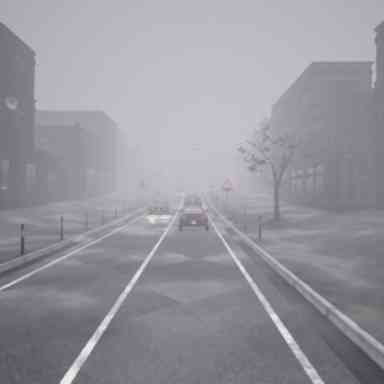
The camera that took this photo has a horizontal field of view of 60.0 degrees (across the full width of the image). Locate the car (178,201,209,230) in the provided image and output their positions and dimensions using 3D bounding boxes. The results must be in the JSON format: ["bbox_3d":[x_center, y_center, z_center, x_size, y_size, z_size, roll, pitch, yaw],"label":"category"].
[{"bbox_3d":[0.097,1.581,21.614,1.812,1.442,4.674,0,0,0],"label":"car"}]

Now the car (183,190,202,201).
[{"bbox_3d":[0.107,1.040,39.156,2.097,1.767,4.553,0,2,0],"label":"car"}]

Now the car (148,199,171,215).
[{"bbox_3d":[-3.099,1.420,32.659,1.994,1.385,4.181,0,0,0],"label":"car"}]

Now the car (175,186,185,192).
[{"bbox_3d":[-2.672,-0.616,75.081,1.994,1.385,4.181,0,2,3],"label":"car"}]
